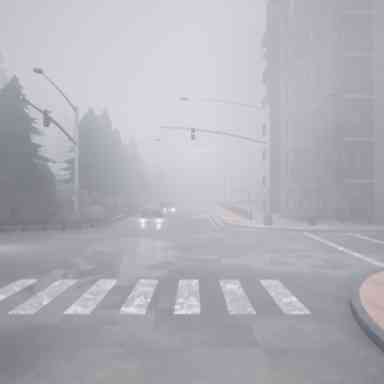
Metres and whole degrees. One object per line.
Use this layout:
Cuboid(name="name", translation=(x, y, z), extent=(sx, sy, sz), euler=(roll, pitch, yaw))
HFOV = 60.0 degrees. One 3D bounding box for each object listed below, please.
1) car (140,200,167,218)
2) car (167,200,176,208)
Cuboid(name="car", translation=(-3.830, 1.703, 32.899), extent=(1.812, 1.442, 4.674), euler=(0, 0, 0))
Cuboid(name="car", translation=(-3.657, 1.868, 53.141), extent=(1.895, 1.301, 4.718), euler=(0, 0, 1))
